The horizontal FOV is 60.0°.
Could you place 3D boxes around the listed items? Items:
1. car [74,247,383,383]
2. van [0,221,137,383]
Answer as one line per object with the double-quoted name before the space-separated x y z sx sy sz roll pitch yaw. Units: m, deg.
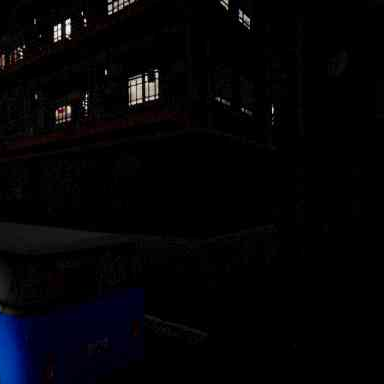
"car" 2.036 1.315 1.243 5.009 1.841 2.192 0 -1 36
"van" -2.454 1.343 4.475 3.998 1.788 1.690 0 -1 36
